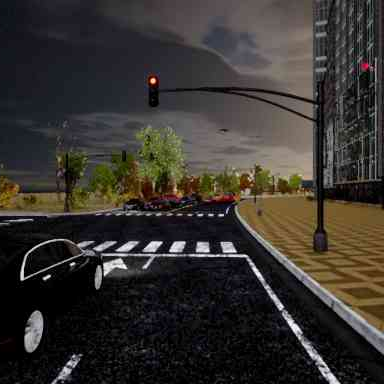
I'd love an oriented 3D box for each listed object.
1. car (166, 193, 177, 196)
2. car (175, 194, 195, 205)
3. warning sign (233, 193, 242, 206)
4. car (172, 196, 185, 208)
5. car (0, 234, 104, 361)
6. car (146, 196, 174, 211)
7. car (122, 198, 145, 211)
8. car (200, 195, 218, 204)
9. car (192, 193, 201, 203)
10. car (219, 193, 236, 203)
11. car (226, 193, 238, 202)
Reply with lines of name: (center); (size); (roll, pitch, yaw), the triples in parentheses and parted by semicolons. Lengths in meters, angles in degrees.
car: (-3.988, 1.252, 62.185); (2.150, 2.045, 5.566); (0, 0, 10)
car: (-1.201, 1.556, 59.243); (1.812, 1.442, 4.674); (0, 0, 10)
warning sign: (6.554, 1.142, 48.251); (1.300, 1.860, 1.060); (0, 0, 8)
car: (-2.790, 1.623, 49.324); (1.895, 1.301, 4.718); (0, 0, 8)
car: (-3.011, 1.507, 5.929); (1.837, 1.490, 4.892); (0, 0, 1)
car: (-3.926, 1.581, 40.694); (1.994, 1.385, 4.181); (0, 0, 7)
car: (-7.105, 1.542, 41.474); (1.812, 1.442, 4.674); (0, 0, 7)
car: (3.357, 1.599, 65.224); (1.994, 1.385, 4.181); (0, 0, 10)
car: (0.762, 1.264, 69.629); (2.150, 2.045, 5.566); (0, 0, 11)
car: (7.631, 1.269, 70.135); (2.150, 2.045, 5.566); (0, 0, 12)
car: (9.786, 1.279, 80.427); (2.150, 2.045, 5.566); (0, 0, 14)
